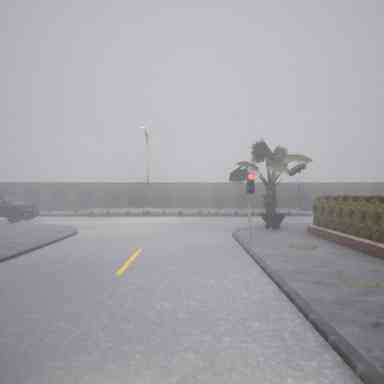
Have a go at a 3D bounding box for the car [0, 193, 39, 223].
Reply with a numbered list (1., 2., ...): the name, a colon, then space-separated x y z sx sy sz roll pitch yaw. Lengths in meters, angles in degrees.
1. car: -14.471 1.124 24.844 5.566 2.045 2.150 1 0 0
